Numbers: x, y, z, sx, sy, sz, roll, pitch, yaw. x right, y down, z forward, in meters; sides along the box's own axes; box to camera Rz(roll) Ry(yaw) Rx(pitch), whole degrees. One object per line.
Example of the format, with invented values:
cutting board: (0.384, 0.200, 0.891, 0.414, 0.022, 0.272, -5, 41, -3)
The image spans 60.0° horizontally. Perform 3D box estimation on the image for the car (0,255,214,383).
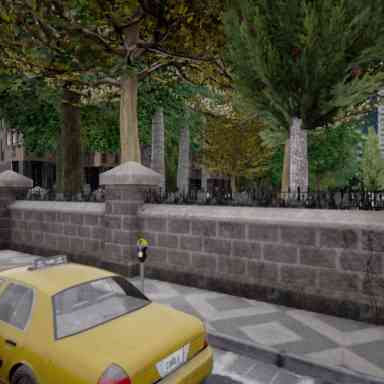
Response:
car: (-2.052, 1.525, 4.419, 4.829, 1.417, 1.752, 0, 0, 35)
